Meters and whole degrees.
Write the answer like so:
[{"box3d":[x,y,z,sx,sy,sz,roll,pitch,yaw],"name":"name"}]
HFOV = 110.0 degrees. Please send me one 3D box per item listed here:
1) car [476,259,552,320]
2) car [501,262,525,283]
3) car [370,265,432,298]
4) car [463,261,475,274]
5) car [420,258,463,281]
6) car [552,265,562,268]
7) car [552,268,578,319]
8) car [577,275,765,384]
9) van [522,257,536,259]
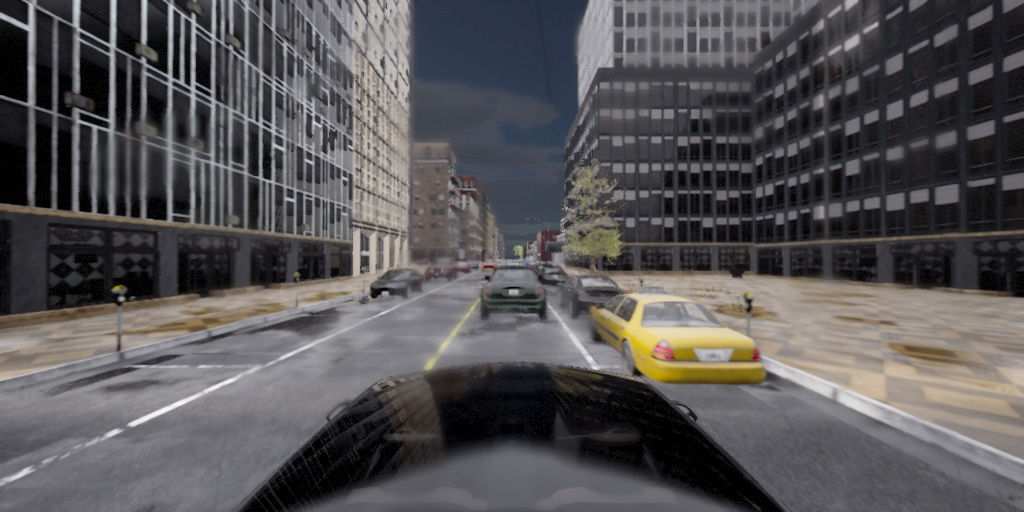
[{"box3d":[0.072,1.098,12.825,2.097,1.767,4.553,0,0,0],"name":"car"},{"box3d":[0.083,1.275,29.180,1.812,1.442,4.674,0,0,0],"name":"car"},{"box3d":[-5.687,1.314,18.293,1.948,1.339,4.313,0,0,0],"name":"car"},{"box3d":[-5.683,1.300,41.050,1.888,1.381,4.507,0,0,0],"name":"car"},{"box3d":[-5.685,1.064,29.671,2.192,1.841,5.009,0,0,0],"name":"car"},{"box3d":[2.661,1.314,23.954,1.948,1.339,4.313,0,0,0],"name":"car"},{"box3d":[2.661,1.298,12.576,2.007,1.370,4.403,0,0,0],"name":"car"},{"box3d":[2.664,1.274,7.057,1.751,1.417,4.829,0,0,0],"name":"car"},{"box3d":[2.666,1.103,52.399,1.690,1.789,3.998,0,0,0],"name":"van"}]
